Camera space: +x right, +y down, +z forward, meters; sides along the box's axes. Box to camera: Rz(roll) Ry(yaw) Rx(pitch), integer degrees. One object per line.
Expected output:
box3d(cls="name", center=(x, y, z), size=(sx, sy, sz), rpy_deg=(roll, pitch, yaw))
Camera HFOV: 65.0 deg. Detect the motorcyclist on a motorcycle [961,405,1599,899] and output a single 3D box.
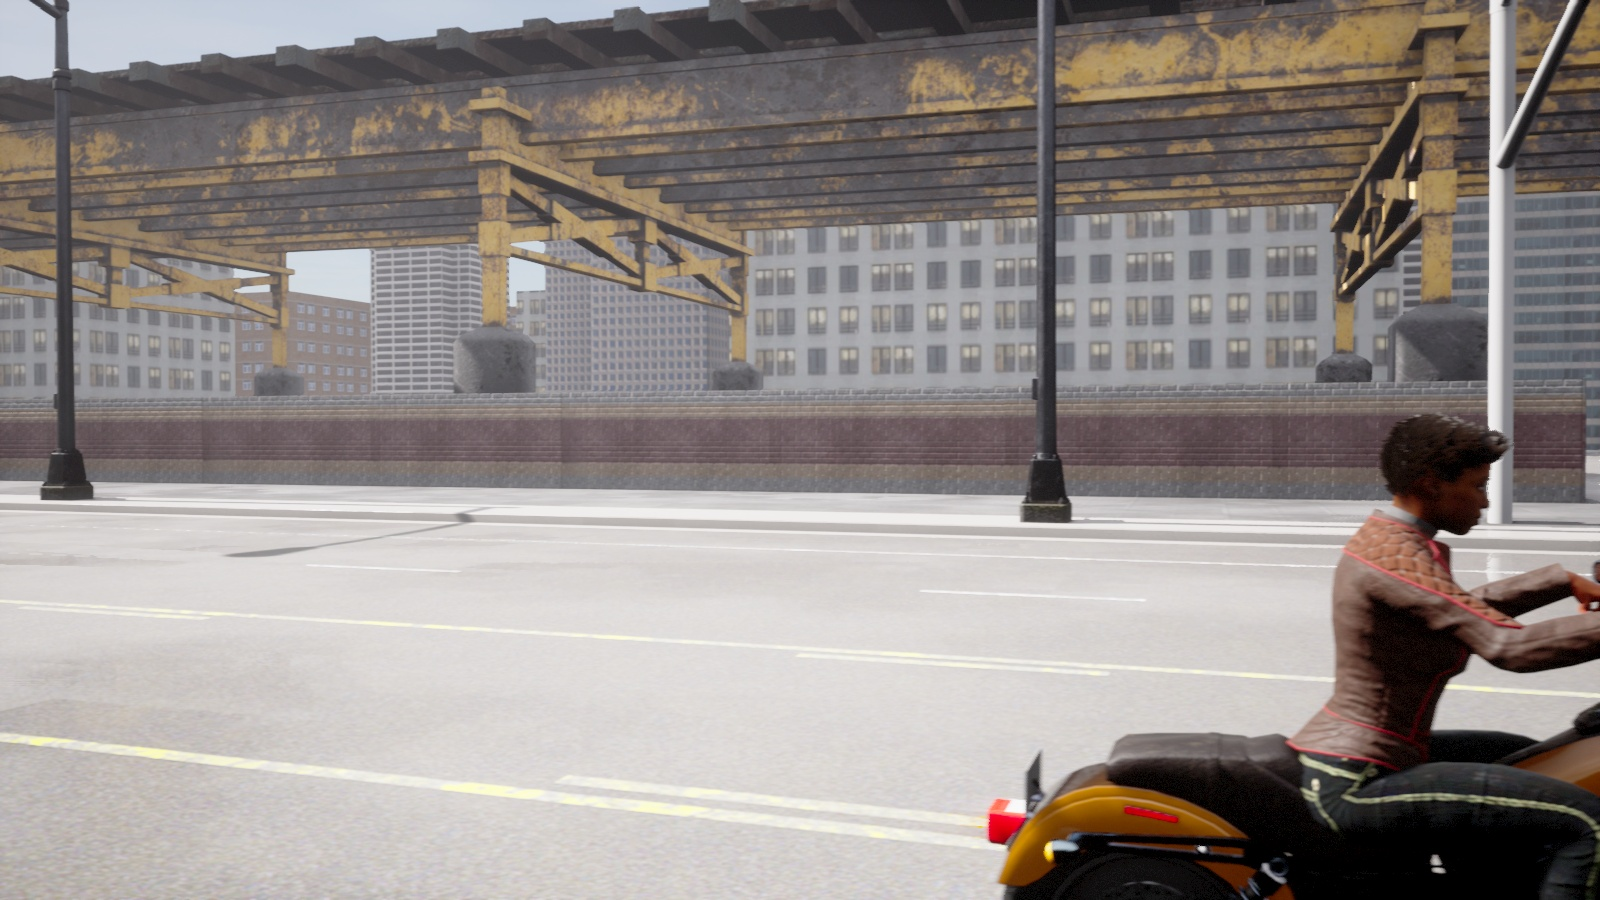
box3d(cls="motorcyclist on a motorcycle", center=(1.586, 0.740, 2.676), size=(2.350, 1.649, 0.766), rpy_deg=(1, 1, 19))
